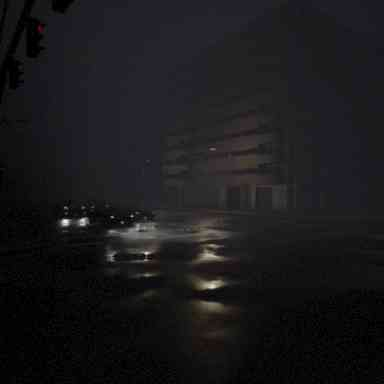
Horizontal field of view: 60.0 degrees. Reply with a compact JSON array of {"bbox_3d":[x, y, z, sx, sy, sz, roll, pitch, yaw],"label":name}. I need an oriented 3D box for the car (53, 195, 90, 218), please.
[{"bbox_3d":[-11.915,1.491,32.237,2.097,1.767,4.553,1,0,-36],"label":"car"}]

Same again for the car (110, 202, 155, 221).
[{"bbox_3d":[-5.060,1.775,28.794,1.895,1.301,4.718,1,0,-36],"label":"car"}]

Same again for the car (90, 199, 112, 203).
[{"bbox_3d":[-10.842,1.525,36.704,2.097,1.767,4.553,1,0,-36],"label":"car"}]

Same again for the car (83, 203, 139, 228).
[{"bbox_3d":[-5.951,1.742,24.090,1.895,1.301,4.718,1,0,-36],"label":"car"}]

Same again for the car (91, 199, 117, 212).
[{"bbox_3d":[-11.707,1.732,44.105,1.812,1.442,4.674,1,0,-36],"label":"car"}]
